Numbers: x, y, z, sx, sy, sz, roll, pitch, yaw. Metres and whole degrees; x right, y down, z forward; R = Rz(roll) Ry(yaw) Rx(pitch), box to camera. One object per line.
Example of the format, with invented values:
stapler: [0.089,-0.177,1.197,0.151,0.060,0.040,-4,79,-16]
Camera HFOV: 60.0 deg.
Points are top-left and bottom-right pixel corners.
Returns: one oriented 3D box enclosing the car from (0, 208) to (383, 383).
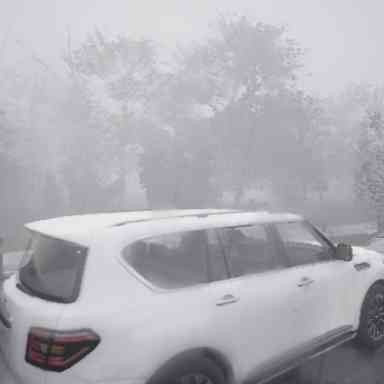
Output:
car: [0.555,1.225,4.448,5.566,2.045,2.435,-1,0,-36]
